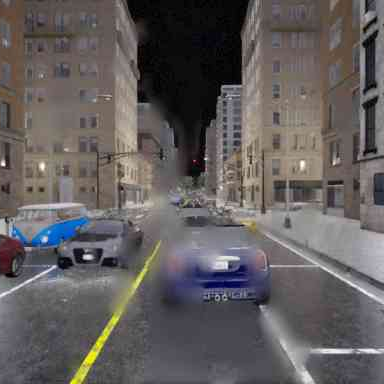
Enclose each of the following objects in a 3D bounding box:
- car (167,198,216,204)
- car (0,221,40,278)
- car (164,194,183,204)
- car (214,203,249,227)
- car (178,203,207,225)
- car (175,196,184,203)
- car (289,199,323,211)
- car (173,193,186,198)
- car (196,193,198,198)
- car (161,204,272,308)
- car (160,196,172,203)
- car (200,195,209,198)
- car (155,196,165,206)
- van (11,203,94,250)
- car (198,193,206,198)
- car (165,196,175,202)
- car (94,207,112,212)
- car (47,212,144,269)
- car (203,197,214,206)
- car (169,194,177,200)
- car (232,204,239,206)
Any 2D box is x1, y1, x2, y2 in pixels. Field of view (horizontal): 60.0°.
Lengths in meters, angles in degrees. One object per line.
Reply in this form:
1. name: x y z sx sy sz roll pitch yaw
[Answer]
1. car: 0.110 1.351 15.425 2.097 1.767 4.553 0 0 0
2. car: -5.378 1.581 7.541 1.802 1.307 4.206 0 0 0
3. car: -2.734 1.476 50.495 1.882 1.535 5.008 0 0 0
4. car: 2.689 1.550 23.744 2.008 1.369 4.403 0 0 0
5. car: 0.071 1.563 25.086 1.994 1.385 4.181 0 0 0
6. car: -2.599 1.519 70.589 1.812 1.442 4.674 0 0 0
7. car: 13.673 1.515 38.359 4.718 1.301 1.895 0 0 0
8. car: -2.692 1.218 60.483 2.150 2.045 5.566 0 0 1
9. car: 2.819 1.306 84.710 2.192 1.841 5.009 0 0 0
10. car: 0.321 1.352 8.158 2.097 1.767 4.553 0 0 -5
11. car: -5.243 1.561 67.679 1.947 1.339 4.313 0 0 0
12. car: 2.745 1.549 50.620 2.008 1.369 4.403 0 0 0
13. car: -5.268 1.523 56.147 1.752 1.417 4.829 0 0 0
14. van: -5.365 1.340 12.948 1.690 1.788 3.998 0 0 0
15. car: 2.794 1.434 73.346 1.967 1.590 4.097 0 0 0
16. car: -5.218 1.543 79.042 2.008 1.369 4.403 0 0 0
17. car: -5.352 1.550 18.354 2.008 1.369 4.403 0 0 0
18. car: -2.785 1.563 10.954 1.994 1.385 4.181 0 0 1
19. car: 2.758 1.580 56.301 1.802 1.307 4.206 0 0 0
20. car: -5.194 1.429 90.404 1.967 1.590 4.097 0 0 0
21. car: 2.683 1.525 18.507 1.752 1.417 4.829 0 0 0
